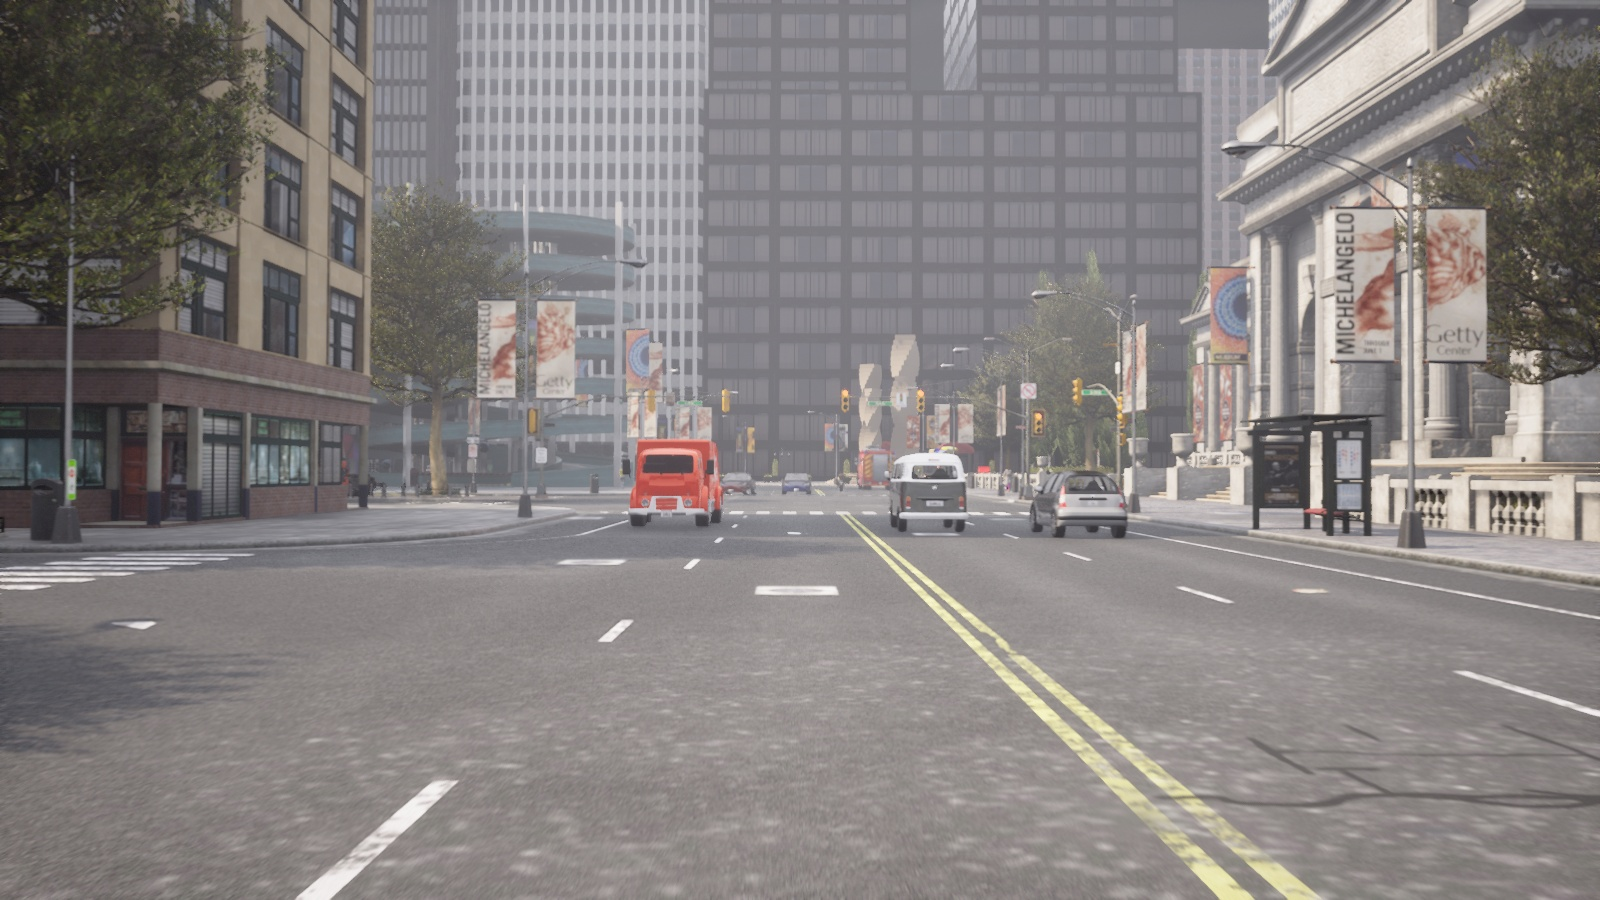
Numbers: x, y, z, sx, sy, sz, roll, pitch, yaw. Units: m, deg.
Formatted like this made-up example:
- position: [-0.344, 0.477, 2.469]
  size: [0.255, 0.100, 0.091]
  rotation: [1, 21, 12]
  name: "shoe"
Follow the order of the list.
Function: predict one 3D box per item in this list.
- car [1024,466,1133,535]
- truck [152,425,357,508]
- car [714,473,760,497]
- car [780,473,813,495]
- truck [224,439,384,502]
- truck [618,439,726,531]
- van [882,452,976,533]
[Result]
- position: [6.919, 1.230, 31.613]
  size: [1.851, 1.617, 3.988]
  rotation: [0, -1, 0]
  name: "car"
- position: [-25.843, 0.784, 59.762]
  size: [8.468, 3.827, 2.891]
  rotation: [0, -1, 0]
  name: "truck"
- position: [-4.075, 2.242, 81.907]
  size: [2.163, 1.488, 4.792]
  rotation: [0, -1, 7]
  name: "car"
- position: [-0.215, 2.280, 84.993]
  size: [2.163, 1.488, 4.792]
  rotation: [0, -1, 0]
  name: "car"
- position: [-28.020, 1.172, 71.196]
  size: [7.936, 3.462, 2.891]
  rotation: [0, -1, 0]
  name: "truck"
- position: [-3.594, 0.967, 36.389]
  size: [2.627, 2.467, 5.204]
  rotation: [0, -1, 0]
  name: "truck"
- position: [3.413, 1.111, 34.007]
  size: [2.069, 2.038, 4.480]
  rotation: [0, -1, 0]
  name: "van"
